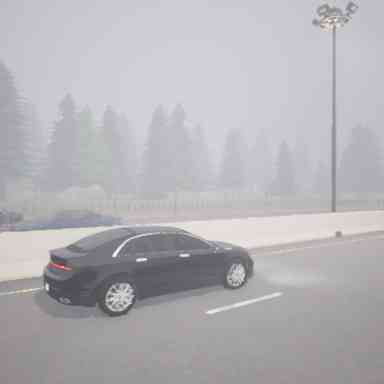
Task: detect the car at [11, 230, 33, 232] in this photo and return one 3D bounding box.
[{"bbox_3d":[-6.154,1.575,16.781,5.357,1.411,2.033,0,0,-35],"label":"car"}]

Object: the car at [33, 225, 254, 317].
[{"bbox_3d":[-0.699,1.522,7.548,4.892,1.490,1.837,1,0,-36],"label":"car"}]
